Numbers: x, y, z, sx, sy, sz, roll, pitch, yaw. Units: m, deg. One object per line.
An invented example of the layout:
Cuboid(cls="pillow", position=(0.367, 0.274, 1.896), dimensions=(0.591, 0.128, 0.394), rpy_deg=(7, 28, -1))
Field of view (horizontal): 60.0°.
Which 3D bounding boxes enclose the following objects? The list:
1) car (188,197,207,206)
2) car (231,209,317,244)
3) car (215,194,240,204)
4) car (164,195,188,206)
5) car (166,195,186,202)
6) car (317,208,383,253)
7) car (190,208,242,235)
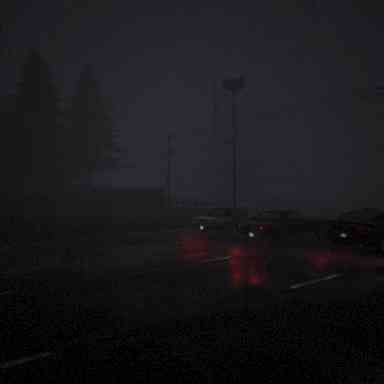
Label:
Cuboid(cls="car", position=(0.161, 1.389, 50.755), dimensions=(1.895, 1.301, 4.718), rpy_deg=(-1, 0, -36))
Cuboid(cls="car", position=(4.338, 1.512, 15.444), dimensions=(4.718, 1.301, 1.895), rpy_deg=(-1, 0, -35))
Cuboid(cls="car", position=(5.822, 1.090, 54.890), dimensions=(2.097, 1.767, 4.553), rpy_deg=(-1, 0, -36))
Cuboid(cls="car", position=(-3.131, 1.291, 49.332), dimensions=(1.882, 1.535, 5.008), rpy_deg=(-1, 0, -36))
Cuboid(cls="car", position=(-3.267, 1.264, 67.573), dimensions=(1.812, 1.442, 4.674), rpy_deg=(0, 0, -36))
Cuboid(cls="car", position=(7.445, 1.379, 13.361), dimensions=(5.008, 1.535, 1.882), rpy_deg=(-1, 0, -35))
Cuboid(cls="car", position=(2.305, 1.512, 18.293), dimensions=(4.718, 1.301, 1.895), rpy_deg=(-1, 0, -35))
